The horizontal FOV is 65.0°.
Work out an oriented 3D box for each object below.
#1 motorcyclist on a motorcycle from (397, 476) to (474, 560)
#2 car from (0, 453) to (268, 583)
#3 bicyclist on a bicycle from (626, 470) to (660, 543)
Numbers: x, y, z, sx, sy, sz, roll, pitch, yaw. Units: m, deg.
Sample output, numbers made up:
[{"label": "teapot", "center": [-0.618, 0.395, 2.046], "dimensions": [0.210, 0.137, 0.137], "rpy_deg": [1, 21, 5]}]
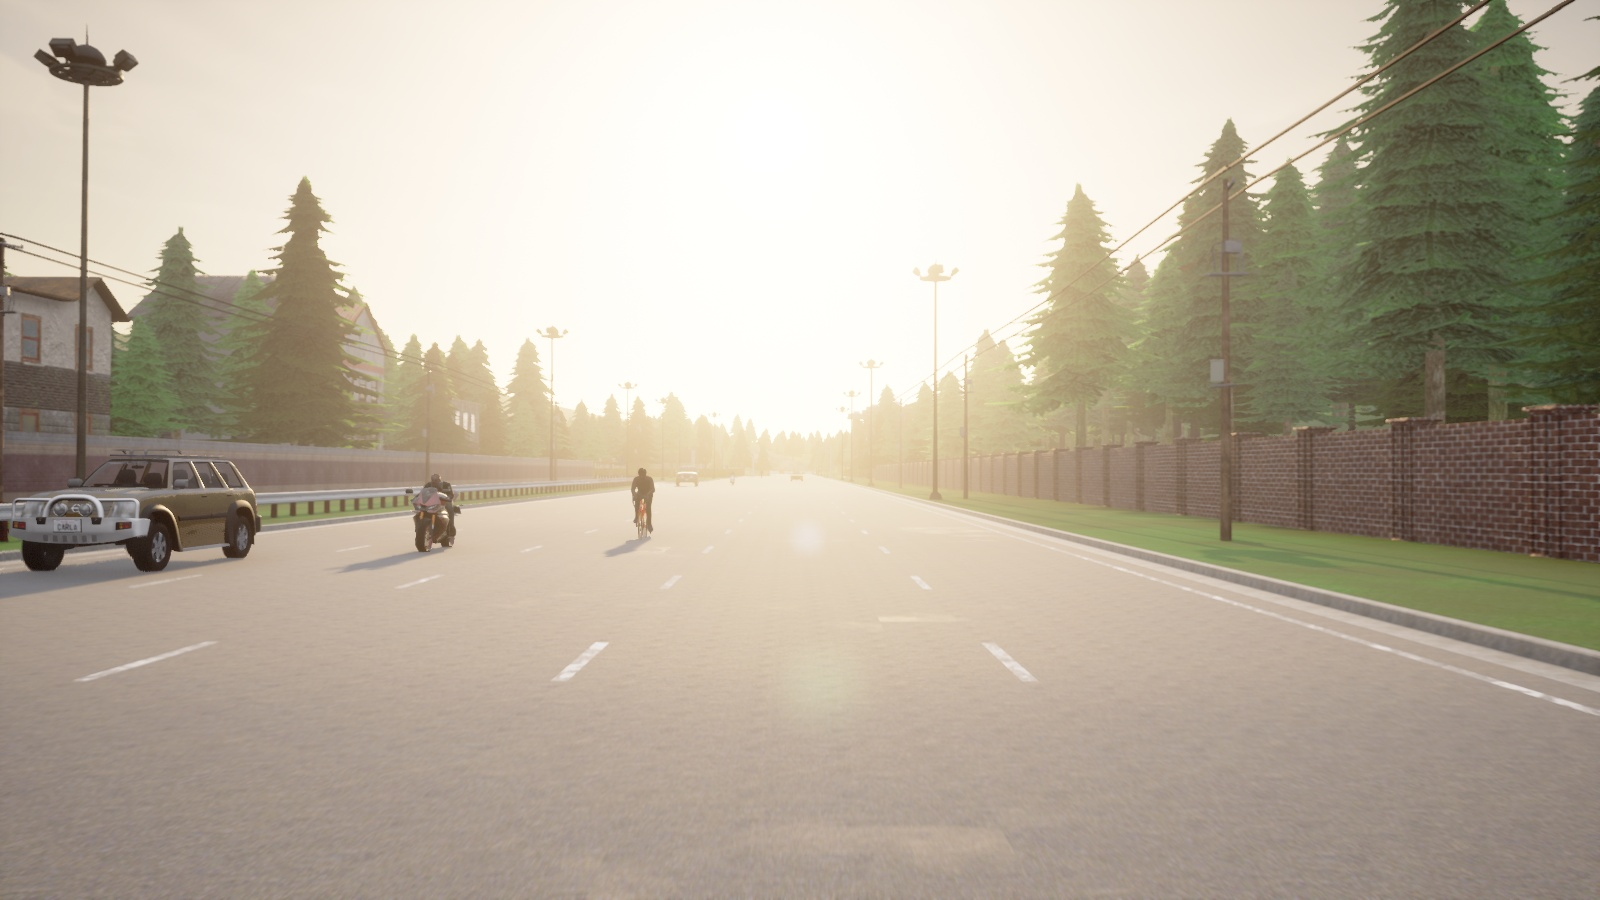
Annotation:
[{"label": "motorcyclist on a motorcycle", "center": [-7.059, 1.287, 24.423], "dimensions": [0.866, 1.530, 2.191], "rpy_deg": [0, -1, 0]}, {"label": "car", "center": [-10.550, 1.014, 20.346], "dimensions": [1.932, 1.855, 4.605], "rpy_deg": [0, -1, 0]}, {"label": "bicyclist on a bicycle", "center": [-3.569, 1.261, 28.621], "dimensions": [0.582, 1.620, 1.656], "rpy_deg": [0, -1, 0]}]
